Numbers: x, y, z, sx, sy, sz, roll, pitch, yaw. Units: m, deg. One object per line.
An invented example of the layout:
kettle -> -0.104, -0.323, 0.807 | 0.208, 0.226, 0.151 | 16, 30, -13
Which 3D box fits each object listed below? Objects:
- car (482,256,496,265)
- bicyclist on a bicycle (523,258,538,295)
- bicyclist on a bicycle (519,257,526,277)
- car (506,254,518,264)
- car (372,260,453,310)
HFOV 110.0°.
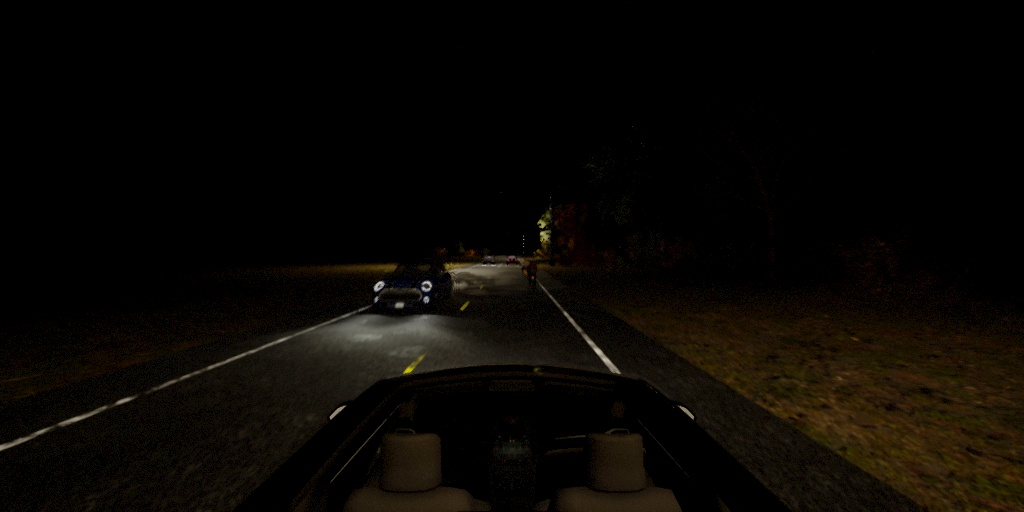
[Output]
car -> -3.536, 0.654, 56.188 | 2.033, 1.411, 5.357 | 0, 1, 1
bicyclist on a bicycle -> 0.960, 1.023, 16.942 | 0.582, 1.620, 1.656 | 0, 0, 0
bicyclist on a bicycle -> 0.955, 0.894, 26.468 | 0.866, 1.612, 1.509 | 0, 1, 0
car -> 0.050, 0.618, 59.256 | 2.033, 1.411, 5.357 | 0, 1, 0
car -> -3.596, 0.960, 13.714 | 2.097, 1.767, 4.553 | 0, 1, 0
